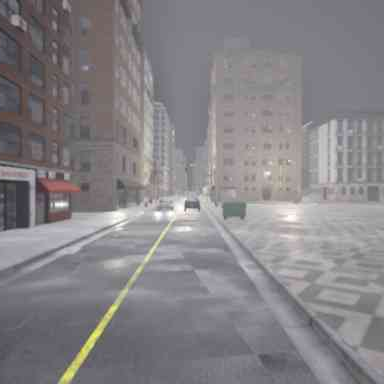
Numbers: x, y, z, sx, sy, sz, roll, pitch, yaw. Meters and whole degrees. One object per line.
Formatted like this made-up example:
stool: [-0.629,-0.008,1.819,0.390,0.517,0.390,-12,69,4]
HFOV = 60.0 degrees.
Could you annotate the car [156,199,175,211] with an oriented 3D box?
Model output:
car: [-3.090,1.495,39.062,1.895,1.301,4.718,0,0,0]

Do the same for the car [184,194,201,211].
car: [0.043,1.372,39.317,1.882,1.535,5.008,0,0,0]
